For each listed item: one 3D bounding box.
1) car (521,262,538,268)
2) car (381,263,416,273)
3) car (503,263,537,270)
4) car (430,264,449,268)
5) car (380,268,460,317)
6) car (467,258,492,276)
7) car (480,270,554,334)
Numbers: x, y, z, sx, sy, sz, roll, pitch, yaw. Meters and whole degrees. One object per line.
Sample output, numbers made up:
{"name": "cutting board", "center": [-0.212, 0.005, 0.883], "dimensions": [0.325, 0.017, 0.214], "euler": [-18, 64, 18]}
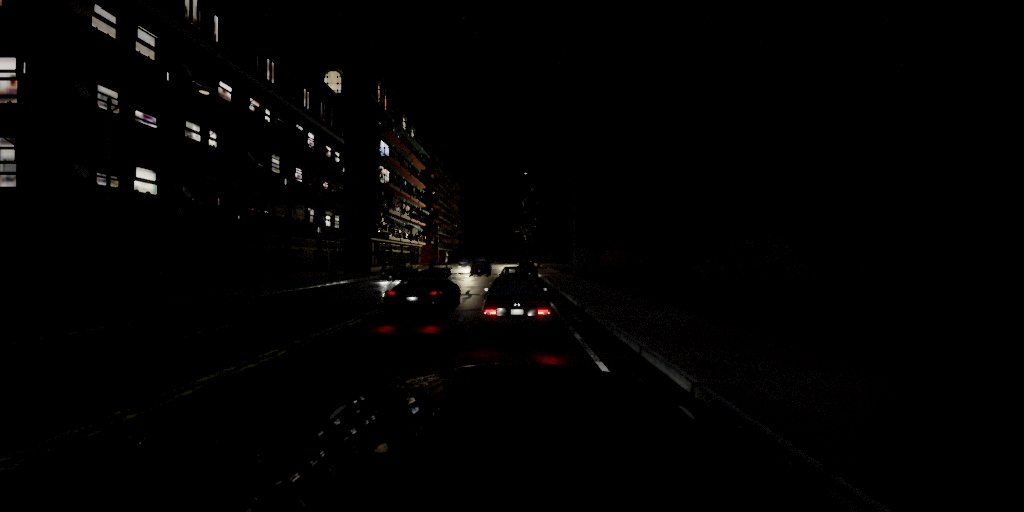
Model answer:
{"name": "car", "center": [1.174, 1.259, 30.666], "dimensions": [1.837, 1.490, 4.892], "euler": [0, 0, 0]}
{"name": "car", "center": [-9.810, 1.301, 31.613], "dimensions": [2.033, 1.411, 5.357], "euler": [0, 0, 0]}
{"name": "car", "center": [0.124, 1.301, 20.899], "dimensions": [2.033, 1.411, 5.357], "euler": [0, 0, 0]}
{"name": "car", "center": [-6.563, 1.355, 31.301], "dimensions": [1.895, 1.301, 4.718], "euler": [0, 0, 0]}
{"name": "car", "center": [-3.137, 1.315, 13.284], "dimensions": [1.994, 1.385, 4.181], "euler": [0, 0, 0]}
{"name": "car", "center": [-3.106, 1.231, 36.423], "dimensions": [1.882, 1.535, 5.008], "euler": [0, 0, 0]}
{"name": "car", "center": [0.113, 1.299, 10.538], "dimensions": [2.033, 1.411, 5.357], "euler": [0, 0, 0]}
